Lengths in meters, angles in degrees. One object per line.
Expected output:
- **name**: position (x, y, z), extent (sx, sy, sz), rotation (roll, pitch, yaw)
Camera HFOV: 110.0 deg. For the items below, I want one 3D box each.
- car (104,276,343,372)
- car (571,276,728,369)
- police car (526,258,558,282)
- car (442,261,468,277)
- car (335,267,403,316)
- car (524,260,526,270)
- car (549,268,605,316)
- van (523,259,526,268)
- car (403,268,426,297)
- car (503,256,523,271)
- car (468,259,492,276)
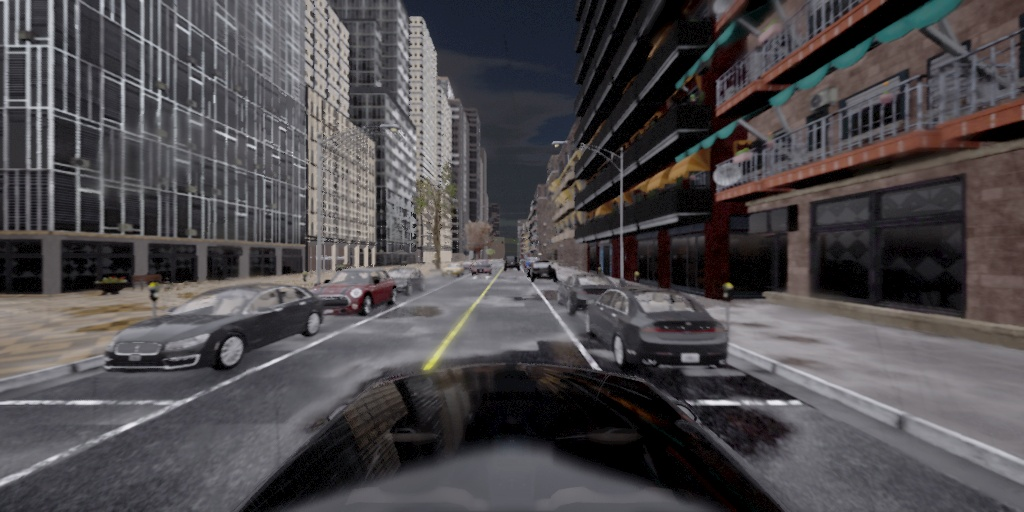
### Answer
- **car**: position (-5.691, 1.298, 7.594), extent (2.007, 1.370, 4.403), rotation (0, 0, 0)
- **car**: position (2.690, 1.298, 7.593), extent (2.007, 1.370, 4.403), rotation (0, 0, 0)
- **police car**: position (2.368, 1.169, 28.503), extent (1.930, 1.638, 5.238), rotation (0, 0, 0)
- **car**: position (-5.690, 1.270, 35.086), extent (1.751, 1.417, 4.829), rotation (0, 0, 0)
- **car**: position (-5.691, 1.186, 13.127), extent (1.967, 1.591, 4.097), rotation (0, 0, 0)
- **car**: position (2.690, 1.329, 40.789), extent (1.802, 1.307, 4.207), rotation (0, 0, 0)
- **car**: position (2.690, 1.296, 13.126), extent (2.007, 1.370, 4.403), rotation (0, 0, 0)
- **van**: position (2.690, 1.090, 46.321), extent (1.690, 1.789, 3.998), rotation (0, 0, 0)
- **car**: position (-5.691, 1.295, 18.659), extent (2.007, 1.370, 4.403), rotation (0, 0, 0)
- **car**: position (0.009, 0.974, 48.507), extent (2.150, 2.045, 5.566), rotation (0, 0, 0)
- **car**: position (-3.087, 1.309, 37.152), extent (1.994, 1.385, 4.181), rotation (0, 0, 0)
